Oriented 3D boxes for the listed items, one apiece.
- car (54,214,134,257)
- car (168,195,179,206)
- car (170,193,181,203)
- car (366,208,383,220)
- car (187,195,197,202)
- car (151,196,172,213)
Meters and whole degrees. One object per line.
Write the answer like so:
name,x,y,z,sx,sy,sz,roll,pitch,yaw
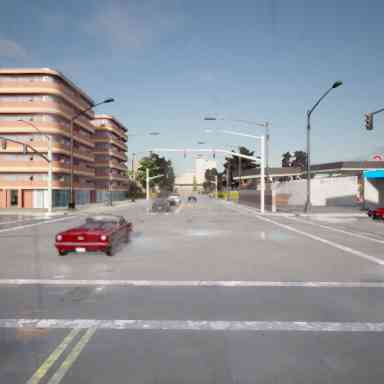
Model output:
car,-3.591,1.565,12.951,1.895,1.301,4.718,0,0,0
car,-3.578,1.600,52.681,1.895,1.301,4.718,0,0,0
car,-3.494,1.220,67.100,2.150,2.045,5.566,0,0,0
car,16.543,1.601,26.403,4.718,1.301,1.895,0,0,1
car,0.022,1.339,70.785,1.812,1.442,4.674,0,0,0
car,-3.522,1.505,37.641,1.837,1.490,4.892,0,0,-1
